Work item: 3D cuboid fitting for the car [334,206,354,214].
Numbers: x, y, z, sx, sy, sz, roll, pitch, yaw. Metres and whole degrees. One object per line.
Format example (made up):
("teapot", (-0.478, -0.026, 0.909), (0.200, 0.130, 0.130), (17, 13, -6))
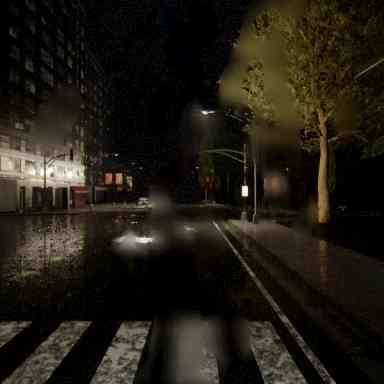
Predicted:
("car", (27.369, 3.190, 59.739), (4.718, 1.301, 1.895), (3, -2, -45))

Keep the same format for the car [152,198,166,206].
("car", (-6.367, 1.975, 64.327), (2.033, 1.411, 5.357), (0, -1, 1))

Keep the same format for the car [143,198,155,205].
("car", (-9.551, 2.110, 74.890), (2.033, 1.411, 5.357), (0, -1, 0))

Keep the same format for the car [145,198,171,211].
("car", (-4.233, 1.816, 44.162), (1.895, 1.301, 4.718), (0, 0, 11))

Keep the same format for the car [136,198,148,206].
("car", (-9.616, 1.922, 64.593), (2.128, 1.511, 4.902), (0, -1, 1))

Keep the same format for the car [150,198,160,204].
("car", (-9.522, 2.267, 85.433), (2.033, 1.411, 5.357), (0, -1, 0))

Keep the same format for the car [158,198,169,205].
("car", (-6.302, 2.039, 74.277), (1.882, 1.535, 5.008), (0, -1, 0))

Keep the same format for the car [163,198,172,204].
("car", (-6.274, 2.310, 84.601), (1.895, 1.301, 4.718), (0, -1, 0))
